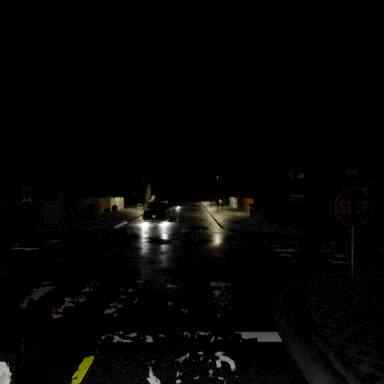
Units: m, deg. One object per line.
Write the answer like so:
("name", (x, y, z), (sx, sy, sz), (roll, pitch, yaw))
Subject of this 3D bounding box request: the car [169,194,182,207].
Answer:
("car", (-2.862, 1.535, 51.234), (1.837, 1.490, 4.892), (0, 0, 0))

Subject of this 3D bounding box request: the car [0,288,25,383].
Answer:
("car", (-2.750, 1.522, 1.751), (1.837, 1.490, 4.892), (0, 0, 0))

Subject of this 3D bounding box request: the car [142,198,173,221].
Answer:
("car", (-2.809, 1.556, 26.875), (1.837, 1.490, 4.892), (0, 0, 0))
